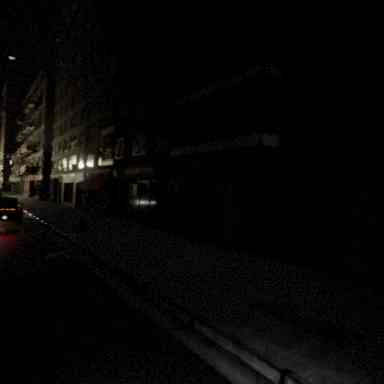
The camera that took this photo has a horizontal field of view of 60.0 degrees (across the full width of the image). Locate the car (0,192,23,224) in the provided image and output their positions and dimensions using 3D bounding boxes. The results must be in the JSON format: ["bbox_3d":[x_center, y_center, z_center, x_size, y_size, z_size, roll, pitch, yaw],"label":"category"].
[{"bbox_3d":[-11.016,1.004,19.399,1.837,1.490,4.892,3,0,-32],"label":"car"}]
